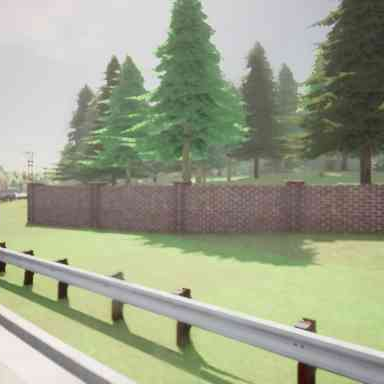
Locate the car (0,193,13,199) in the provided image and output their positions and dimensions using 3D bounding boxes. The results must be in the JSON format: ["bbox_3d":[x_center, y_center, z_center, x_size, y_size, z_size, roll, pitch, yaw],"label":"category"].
[{"bbox_3d":[-43.816,1.070,77.354,2.033,1.411,5.357,0,0,-21],"label":"car"}]
